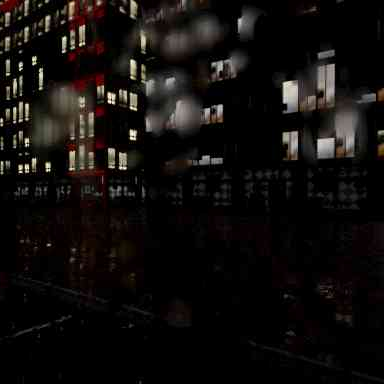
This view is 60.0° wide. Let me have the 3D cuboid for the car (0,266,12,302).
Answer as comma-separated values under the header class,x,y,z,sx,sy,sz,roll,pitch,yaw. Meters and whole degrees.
class,x,y,z,sx,sy,sz,roll,pitch,yaw
car,-5.571,1.526,6.842,4.829,1.417,1.752,0,0,36
